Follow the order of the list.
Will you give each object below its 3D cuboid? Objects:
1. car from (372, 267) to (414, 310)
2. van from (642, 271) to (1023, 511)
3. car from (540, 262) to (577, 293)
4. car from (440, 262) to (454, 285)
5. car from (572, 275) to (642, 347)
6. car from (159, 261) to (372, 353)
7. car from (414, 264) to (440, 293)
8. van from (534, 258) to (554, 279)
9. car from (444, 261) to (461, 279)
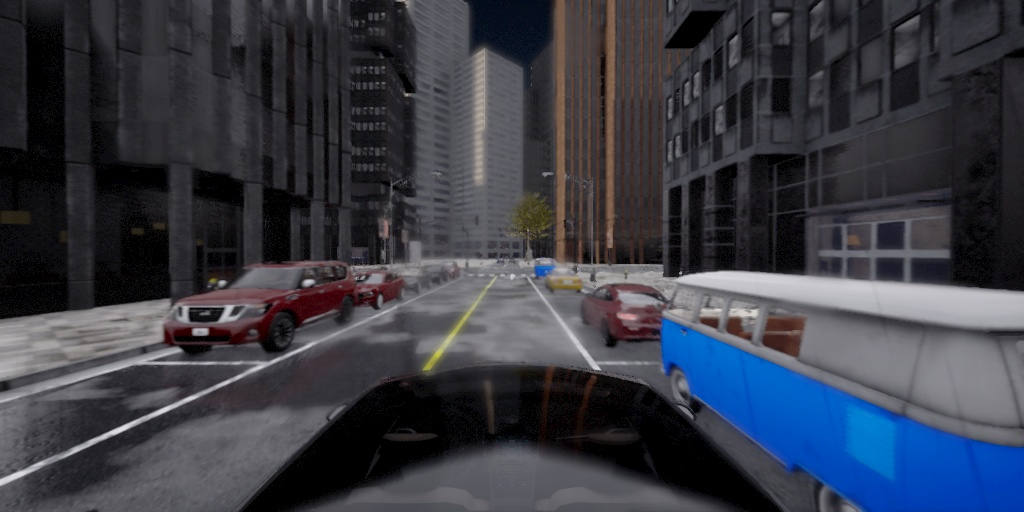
[{"bbox_3d":[-5.674,1.292,14.674,1.888,1.381,4.507,0,0,0],"label":"car"},{"bbox_3d":[2.855,1.090,3.430,1.690,1.789,3.998,0,0,0],"label":"van"},{"bbox_3d":[2.849,1.270,20.473,1.751,1.417,4.829,0,0,0],"label":"car"},{"bbox_3d":[-5.678,1.308,25.925,1.948,1.339,4.313,0,0,0],"label":"car"},{"bbox_3d":[2.853,1.330,9.054,1.802,1.307,4.207,0,0,0],"label":"car"},{"bbox_3d":[-5.672,1.063,9.050,2.192,1.841,5.009,0,0,0],"label":"car"},{"bbox_3d":[-5.676,1.295,20.299,2.007,1.370,4.403,0,0,0],"label":"car"},{"bbox_3d":[2.846,1.080,31.552,1.690,1.789,3.998,0,0,0],"label":"van"},{"bbox_3d":[-5.680,1.179,31.549,1.967,1.591,4.097,0,0,0],"label":"car"}]
